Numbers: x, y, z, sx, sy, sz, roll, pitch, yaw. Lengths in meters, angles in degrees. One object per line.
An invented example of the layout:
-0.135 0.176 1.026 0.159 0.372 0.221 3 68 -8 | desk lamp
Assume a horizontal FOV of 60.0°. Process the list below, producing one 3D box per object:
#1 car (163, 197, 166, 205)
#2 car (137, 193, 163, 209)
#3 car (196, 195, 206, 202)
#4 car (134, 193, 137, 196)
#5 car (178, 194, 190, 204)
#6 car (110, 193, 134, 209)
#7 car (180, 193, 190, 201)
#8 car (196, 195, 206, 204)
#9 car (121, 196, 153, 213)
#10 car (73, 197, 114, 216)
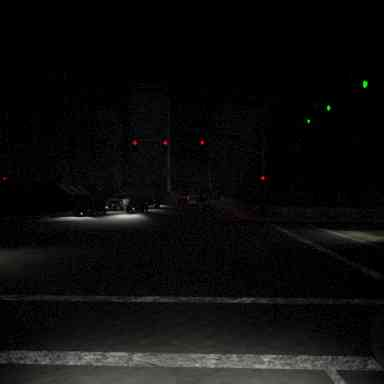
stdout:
-5.549 1.547 57.152 2.033 1.411 5.357 0 0 2 | car
-5.819 1.221 46.797 2.150 2.045 5.566 0 0 1 | car
1.969 1.352 74.566 2.128 1.511 4.902 0 0 1 | car
-9.156 1.220 53.092 2.150 2.045 5.566 0 0 1 | car
-1.743 1.564 66.062 1.994 1.385 4.181 0 0 1 | car
-9.423 1.221 42.709 2.150 2.045 5.566 0 0 2 | car
-1.530 1.182 74.623 2.097 1.767 4.553 0 0 1 | car
1.741 1.505 65.349 1.837 1.490 4.892 0 0 1 | car
-6.059 1.491 37.225 2.128 1.511 4.902 0 0 1 | car
-9.745 1.547 32.529 2.033 1.411 5.357 0 0 4 | car
